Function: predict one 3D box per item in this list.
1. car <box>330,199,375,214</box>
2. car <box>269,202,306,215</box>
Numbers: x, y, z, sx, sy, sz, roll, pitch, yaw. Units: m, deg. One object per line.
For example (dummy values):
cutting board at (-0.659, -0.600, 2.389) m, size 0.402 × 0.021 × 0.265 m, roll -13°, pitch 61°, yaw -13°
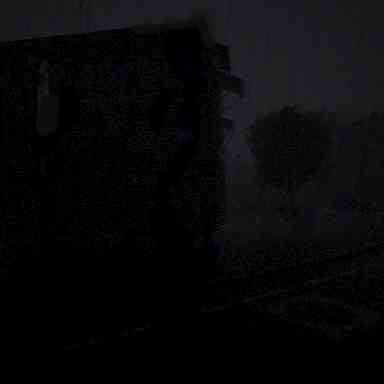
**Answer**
car at (17.126, 1.476, 35.736) m, size 1.882 × 1.535 × 5.008 m, roll -3°, pitch -1°, yaw -20°
car at (11.081, 1.958, 39.082) m, size 1.812 × 1.442 × 4.674 m, roll -4°, pitch 0°, yaw -32°
